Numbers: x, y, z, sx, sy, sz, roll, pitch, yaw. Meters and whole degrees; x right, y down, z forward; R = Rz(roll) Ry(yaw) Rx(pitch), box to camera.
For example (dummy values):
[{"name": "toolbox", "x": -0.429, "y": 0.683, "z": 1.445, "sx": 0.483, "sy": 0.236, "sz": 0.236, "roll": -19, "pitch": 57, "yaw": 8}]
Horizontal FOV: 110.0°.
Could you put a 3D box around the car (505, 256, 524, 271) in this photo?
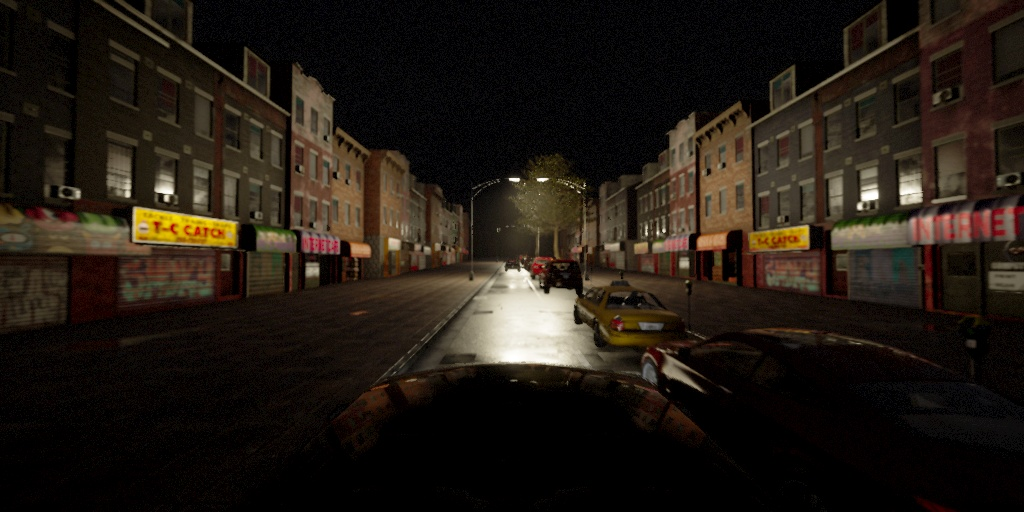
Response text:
[{"name": "car", "x": 0.089, "y": 1.122, "z": 46.261, "sx": 2.128, "sy": 1.511, "sz": 4.902, "roll": 0, "pitch": 0, "yaw": 0}]

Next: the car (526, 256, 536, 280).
[{"name": "car", "x": 2.633, "y": 1.054, "z": 31.201, "sx": 2.192, "sy": 1.841, "sz": 5.009, "roll": 0, "pitch": 0, "yaw": 0}]

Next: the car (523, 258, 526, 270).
[{"name": "car", "x": 2.631, "y": 1.231, "z": 42.317, "sx": 1.948, "sy": 1.339, "sz": 4.313, "roll": 0, "pitch": 0, "yaw": 0}]

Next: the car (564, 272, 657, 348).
[{"name": "car", "x": 2.637, "y": 1.305, "z": 9.125, "sx": 1.751, "sy": 1.417, "sz": 4.829, "roll": 0, "pitch": 0, "yaw": 0}]

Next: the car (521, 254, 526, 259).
[{"name": "car", "x": 2.630, "y": 0.934, "z": 47.876, "sx": 2.192, "sy": 1.841, "sz": 5.009, "roll": 0, "pitch": 0, "yaw": 0}]

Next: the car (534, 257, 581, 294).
[{"name": "car", "x": 2.635, "y": 1.098, "z": 20.079, "sx": 2.192, "sy": 1.841, "sz": 5.009, "roll": 0, "pitch": 0, "yaw": 0}]

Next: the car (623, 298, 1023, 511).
[{"name": "car", "x": 2.638, "y": 1.341, "z": 3.394, "sx": 1.802, "sy": 1.307, "sz": 4.207, "roll": 0, "pitch": 0, "yaw": 0}]
